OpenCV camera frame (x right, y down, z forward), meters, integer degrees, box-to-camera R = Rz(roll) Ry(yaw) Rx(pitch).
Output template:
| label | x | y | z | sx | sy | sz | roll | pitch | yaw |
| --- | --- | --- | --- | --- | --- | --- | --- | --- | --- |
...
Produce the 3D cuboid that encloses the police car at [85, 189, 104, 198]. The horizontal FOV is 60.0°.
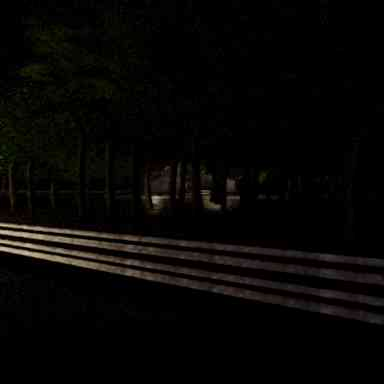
| label | x | y | z | sx | sy | sz | roll | pitch | yaw |
| --- | --- | --- | --- | --- | --- | --- | --- | --- | --- |
| police car | -20.062 | 0.273 | 66.173 | 5.238 | 1.638 | 1.930 | 0 | 0 | 3 |
